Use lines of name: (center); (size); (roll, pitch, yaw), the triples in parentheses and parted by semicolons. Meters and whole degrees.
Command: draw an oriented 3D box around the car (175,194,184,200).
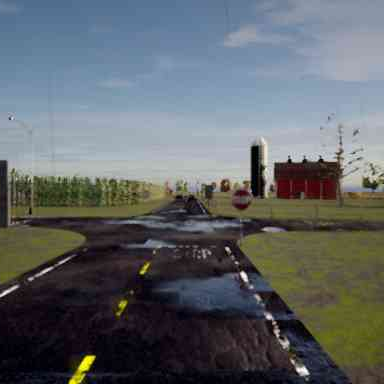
car: (-2.727, 1.074, 74.248); (1.994, 1.385, 4.181); (0, 0, 0)

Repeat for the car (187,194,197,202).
car: (0.022, 1.403, 69.637); (1.837, 1.490, 4.892); (0, 0, 0)

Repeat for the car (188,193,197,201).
car: (0.022, 1.187, 80.042); (2.097, 1.767, 4.553); (0, 0, 0)
